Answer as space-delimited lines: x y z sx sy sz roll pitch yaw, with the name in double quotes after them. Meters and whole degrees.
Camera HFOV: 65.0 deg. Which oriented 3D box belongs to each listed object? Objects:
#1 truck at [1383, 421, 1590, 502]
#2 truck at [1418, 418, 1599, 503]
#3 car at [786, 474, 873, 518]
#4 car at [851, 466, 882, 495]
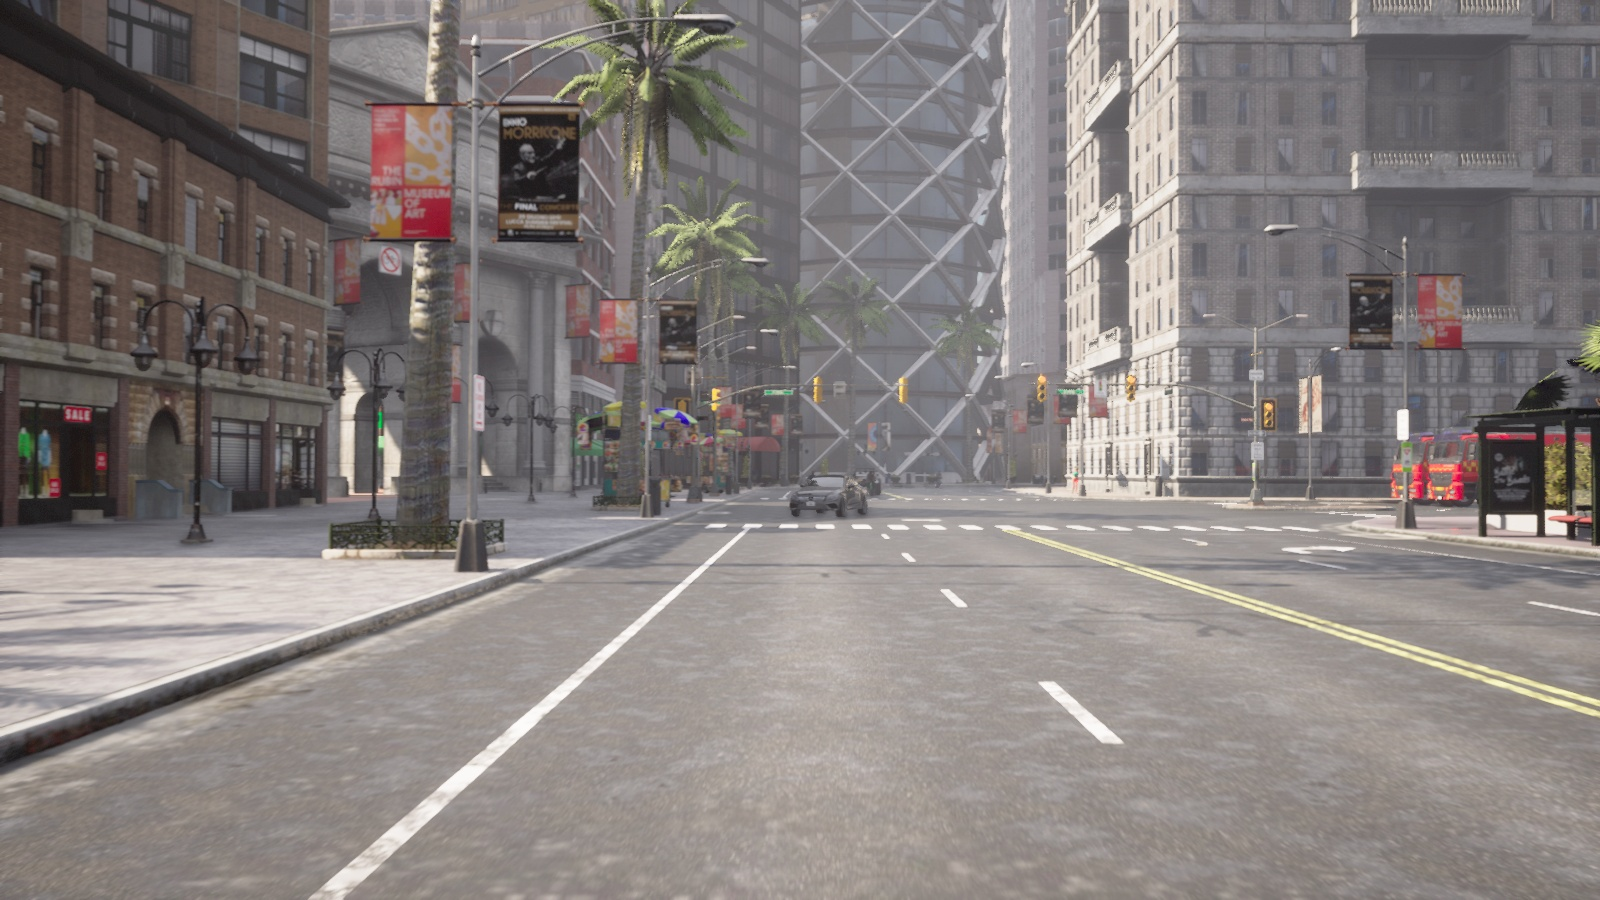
33.451 0.555 61.430 8.468 3.827 2.891 0 -1 0 "truck"
33.491 0.496 57.931 8.468 3.827 2.891 0 -1 0 "truck"
1.102 1.578 44.276 1.812 1.442 4.674 -1 -1 18 "car"
4.455 2.002 84.056 1.905 1.878 3.866 0 -1 1 "car"
